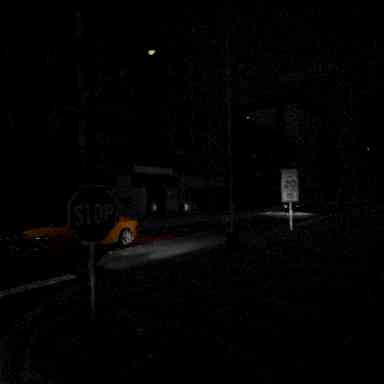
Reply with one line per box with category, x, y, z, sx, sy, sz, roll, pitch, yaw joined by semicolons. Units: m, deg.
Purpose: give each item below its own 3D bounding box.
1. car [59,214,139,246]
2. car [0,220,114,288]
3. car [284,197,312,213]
car;-4.309;1.528;13.167;1.882;1.535;5.008;-2;-1;36
car;-4.453;1.609;8.048;1.895;1.301;4.718;-2;-1;36
car;11.137;1.329;34.792;1.837;1.490;4.892;-2;-1;36
